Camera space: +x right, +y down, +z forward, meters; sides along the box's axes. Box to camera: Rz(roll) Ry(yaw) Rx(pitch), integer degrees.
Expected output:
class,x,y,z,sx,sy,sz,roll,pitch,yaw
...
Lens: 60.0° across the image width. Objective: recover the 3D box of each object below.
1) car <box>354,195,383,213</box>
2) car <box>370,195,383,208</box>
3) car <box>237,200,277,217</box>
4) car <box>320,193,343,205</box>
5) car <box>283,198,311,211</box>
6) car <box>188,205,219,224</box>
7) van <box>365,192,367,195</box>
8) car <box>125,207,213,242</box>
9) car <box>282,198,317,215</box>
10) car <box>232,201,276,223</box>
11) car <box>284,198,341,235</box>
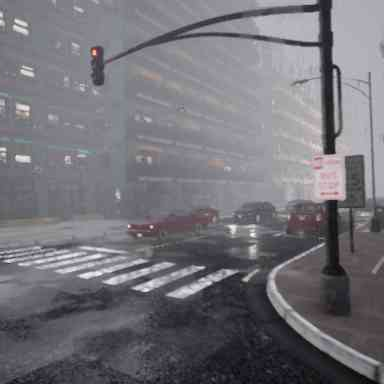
class,x,y,z,sx,sy,sz,roll,pitch,yaw
car,16.300,1.255,31.131,1.947,1.339,4.313,-2,-1,36
car,22.966,1.146,40.291,1.887,1.381,4.507,-2,-1,36
car,6.194,1.550,31.481,2.008,1.369,4.403,-2,-1,36
car,22.855,1.095,54.383,2.192,1.841,5.009,-2,-1,36
car,12.862,1.476,40.641,1.947,1.339,4.313,-2,-1,36
car,0.176,1.627,23.367,1.887,1.381,4.507,-2,-1,36
van,39.523,0.916,77.281,1.690,1.788,3.998,-2,-1,36
car,-1.144,1.646,16.984,1.895,1.301,4.718,-2,-1,35
car,10.884,1.387,33.525,1.837,1.490,4.892,-2,-1,36
car,4.769,1.469,25.136,1.837,1.490,4.892,-2,-1,36
car,6.389,1.260,17.330,1.967,1.590,4.097,-2,-1,36
